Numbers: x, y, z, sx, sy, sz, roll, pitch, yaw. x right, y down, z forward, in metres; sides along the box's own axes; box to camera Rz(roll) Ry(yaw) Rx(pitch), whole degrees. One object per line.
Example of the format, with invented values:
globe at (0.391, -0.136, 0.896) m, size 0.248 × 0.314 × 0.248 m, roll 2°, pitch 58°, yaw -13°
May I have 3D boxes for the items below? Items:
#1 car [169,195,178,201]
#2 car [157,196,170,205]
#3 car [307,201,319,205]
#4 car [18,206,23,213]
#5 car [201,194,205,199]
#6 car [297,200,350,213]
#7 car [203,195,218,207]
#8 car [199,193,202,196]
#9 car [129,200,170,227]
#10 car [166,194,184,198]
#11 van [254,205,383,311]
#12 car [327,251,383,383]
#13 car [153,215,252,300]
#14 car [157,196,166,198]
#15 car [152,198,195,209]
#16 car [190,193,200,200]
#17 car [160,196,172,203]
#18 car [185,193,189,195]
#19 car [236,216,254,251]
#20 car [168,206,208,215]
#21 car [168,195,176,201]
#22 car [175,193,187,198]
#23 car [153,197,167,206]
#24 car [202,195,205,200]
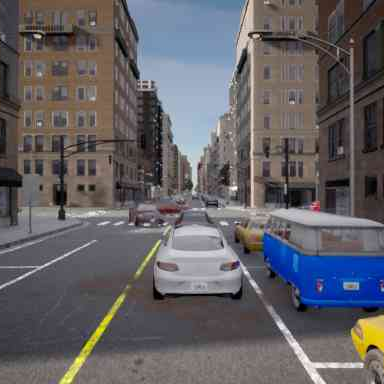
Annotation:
car at (-4.931, 1.565, 89.598) m, size 1.947 × 1.339 × 4.313 m, roll 1°, pitch 0°, yaw 1°
car at (-5.318, 1.555, 61.954) m, size 2.008 × 1.369 × 4.403 m, roll 1°, pitch 0°, yaw 1°
car at (15.599, 1.356, 35.539) m, size 5.566 × 2.045 × 2.150 m, roll 0°, pitch -1°, yaw 0°
car at (-17.507, 1.436, 29.100) m, size 4.718 × 1.301 × 1.895 m, roll 0°, pitch -1°, yaw 0°
car at (3.207, 1.554, 61.842) m, size 2.008 × 1.369 × 4.403 m, roll 1°, pitch 0°, yaw 1°
car at (15.247, 1.712, 38.787) m, size 5.357 × 1.411 × 2.033 m, roll 0°, pitch -1°, yaw 0°
car at (3.052, 1.570, 50.782) m, size 1.947 × 1.339 × 4.313 m, roll 1°, pitch 0°, yaw 1°
car at (3.594, 1.549, 89.493) m, size 2.008 × 1.369 × 4.403 m, roll 1°, pitch 0°, yaw 1°
car at (-3.229, 1.530, 23.187) m, size 1.812 × 1.442 × 4.674 m, roll 1°, pitch 0°, yaw -19°
car at (-2.693, 1.483, 52.224) m, size 1.882 × 1.535 × 5.008 m, roll 0°, pitch 0°, yaw 1°
van at (2.686, 1.342, 7.445) m, size 1.690 × 1.788 × 3.998 m, roll 1°, pitch 0°, yaw 0°
car at (2.678, 1.526, 1.941) m, size 1.752 × 1.417 × 4.829 m, roll 1°, pitch 0°, yaw 0°
car at (0.086, 1.527, 8.293) m, size 1.812 × 1.442 × 4.674 m, roll 0°, pitch 0°, yaw -1°
car at (-5.473, 1.588, 50.897) m, size 1.802 × 1.307 × 4.206 m, roll 1°, pitch 0°, yaw 1°
car at (-2.261, 1.532, 32.213) m, size 4.674 × 1.442 × 1.812 m, roll 0°, pitch 0°, yaw 0°
car at (0.951, 1.522, 91.829) m, size 1.812 × 1.442 × 4.674 m, roll 0°, pitch 0°, yaw 1°
car at (-5.240, 1.549, 67.483) m, size 1.887 × 1.381 × 4.507 m, roll 1°, pitch 0°, yaw 1°
car at (-2.326, 1.358, 72.011) m, size 2.097 × 1.767 × 4.553 m, roll 0°, pitch 0°, yaw 1°
car at (2.692, 1.527, 13.288) m, size 1.752 × 1.417 × 4.829 m, roll 1°, pitch 0°, yaw 0°
car at (0.110, 1.566, 15.629) m, size 1.994 × 1.385 × 4.181 m, roll 0°, pitch 0°, yaw 0°
car at (-5.010, 1.526, 83.900) m, size 1.752 × 1.417 × 4.829 m, roll 1°, pitch 0°, yaw 1°
car at (-2.533, 1.482, 61.884) m, size 1.882 × 1.535 × 5.008 m, roll 0°, pitch 0°, yaw 1°
car at (-5.395, 1.571, 56.426) m, size 1.947 × 1.339 × 4.313 m, roll 1°, pitch 0°, yaw 1°
car at (3.130, 1.549, 56.312) m, size 1.887 × 1.381 × 4.507 m, roll 1°, pitch 0°, yaw 1°
